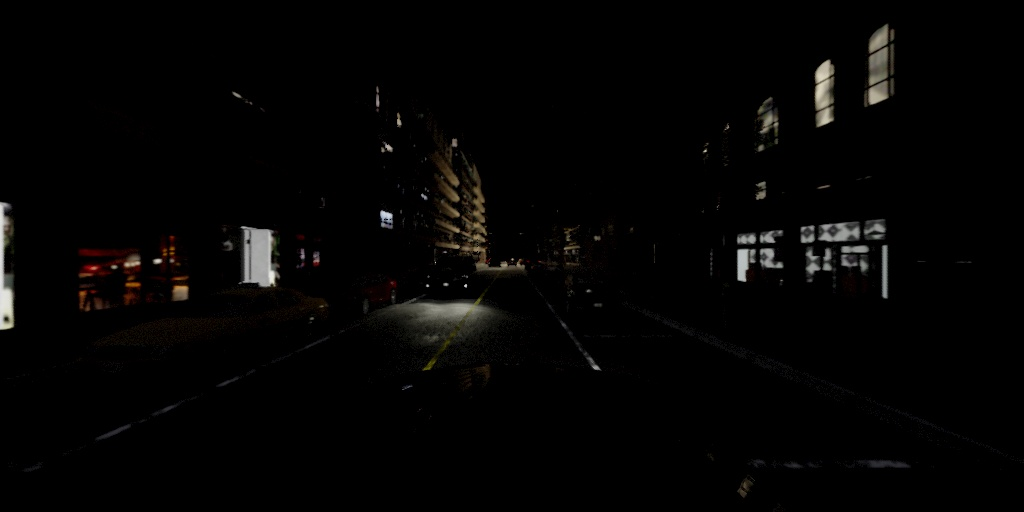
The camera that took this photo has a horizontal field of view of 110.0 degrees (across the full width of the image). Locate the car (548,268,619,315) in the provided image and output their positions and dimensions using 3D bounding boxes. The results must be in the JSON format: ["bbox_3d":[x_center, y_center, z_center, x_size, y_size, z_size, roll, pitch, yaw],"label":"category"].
[{"bbox_3d":[2.693,1.302,13.380,2.007,1.370,4.403,0,0,0],"label":"car"}]

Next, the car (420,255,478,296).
[{"bbox_3d":[-3.097,0.976,19.556,2.150,2.045,5.566,0,0,0],"label":"car"}]

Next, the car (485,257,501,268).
[{"bbox_3d":[-3.023,1.158,61.703,2.097,1.767,4.553,0,0,0],"label":"car"}]

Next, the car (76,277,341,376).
[{"bbox_3d":[-5.690,1.276,7.516,1.751,1.417,4.829,0,0,0],"label":"car"}]

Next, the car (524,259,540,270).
[{"bbox_3d":[2.696,1.321,41.862,1.888,1.381,4.507,0,0,0],"label":"car"}]

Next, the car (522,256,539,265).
[{"bbox_3d":[3.007,1.017,52.902,2.150,2.045,5.566,0,0,0],"label":"car"}]

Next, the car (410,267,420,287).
[{"bbox_3d":[-5.687,1.324,24.775,1.948,1.339,4.313,0,0,0],"label":"car"}]

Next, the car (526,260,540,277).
[{"bbox_3d":[2.695,1.351,36.165,1.802,1.307,4.207,0,0,0],"label":"car"}]

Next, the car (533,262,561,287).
[{"bbox_3d":[2.694,1.303,24.771,1.888,1.381,4.507,0,0,0],"label":"car"}]

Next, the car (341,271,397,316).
[{"bbox_3d":[-5.688,1.297,13.383,1.888,1.381,4.507,0,0,0],"label":"car"}]
